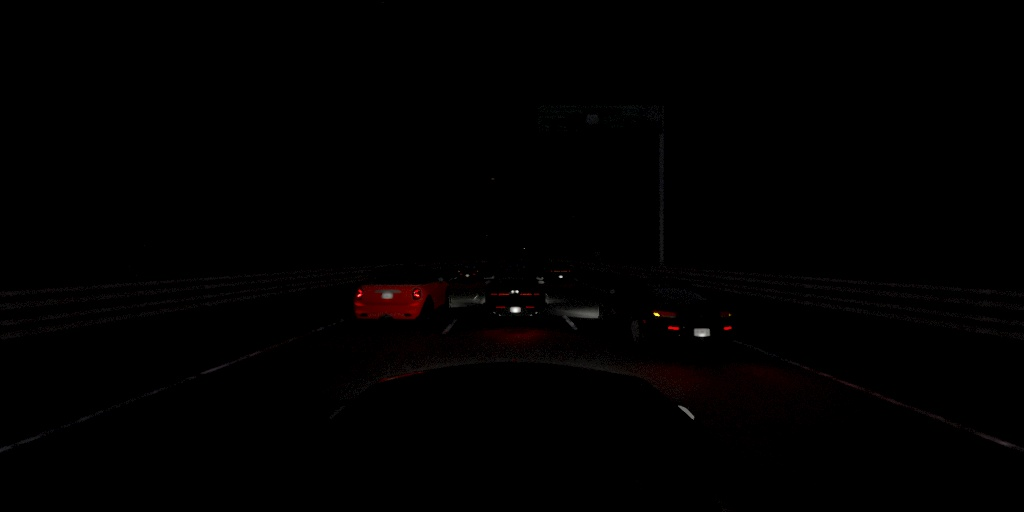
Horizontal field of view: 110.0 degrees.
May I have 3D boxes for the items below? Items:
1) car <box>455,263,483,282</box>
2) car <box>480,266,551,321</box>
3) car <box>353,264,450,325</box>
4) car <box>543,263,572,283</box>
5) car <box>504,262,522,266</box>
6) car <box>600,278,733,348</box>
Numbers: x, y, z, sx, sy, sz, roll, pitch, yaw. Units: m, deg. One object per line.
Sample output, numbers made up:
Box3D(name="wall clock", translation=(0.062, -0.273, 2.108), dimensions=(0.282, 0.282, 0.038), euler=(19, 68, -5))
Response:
Box3D(name="car", translation=(-3.410, 1.311, 29.699), dimensions=(1.812, 1.442, 4.674), euler=(0, 0, 0))
Box3D(name="car", translation=(0.097, 1.259, 12.511), dimensions=(1.837, 1.490, 4.892), euler=(0, 0, 0))
Box3D(name="car", translation=(-3.404, 1.106, 11.918), dimensions=(2.097, 1.767, 4.553), euler=(0, 0, 0))
Box3D(name="car", translation=(3.590, 1.288, 28.754), dimensions=(1.837, 1.490, 4.892), euler=(0, 0, 0))
Box3D(name="car", translation=(0.090, 1.265, 30.191), dimensions=(1.882, 1.535, 5.008), euler=(0, 0, 0))
Box3D(name="car", translation=(3.598, 1.278, 9.094), dimensions=(1.812, 1.442, 4.674), euler=(0, 0, 0))
